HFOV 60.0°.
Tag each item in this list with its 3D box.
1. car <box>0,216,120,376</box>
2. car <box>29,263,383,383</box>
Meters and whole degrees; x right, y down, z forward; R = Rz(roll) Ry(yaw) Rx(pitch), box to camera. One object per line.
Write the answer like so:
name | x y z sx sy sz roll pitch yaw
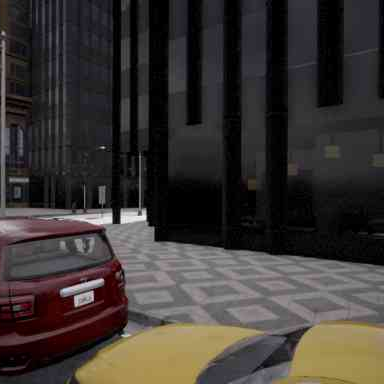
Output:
car | -3.189 1.314 5.228 5.009 1.841 2.192 0 0 35
car | 1.092 1.525 2.180 4.829 1.417 1.752 0 0 35
